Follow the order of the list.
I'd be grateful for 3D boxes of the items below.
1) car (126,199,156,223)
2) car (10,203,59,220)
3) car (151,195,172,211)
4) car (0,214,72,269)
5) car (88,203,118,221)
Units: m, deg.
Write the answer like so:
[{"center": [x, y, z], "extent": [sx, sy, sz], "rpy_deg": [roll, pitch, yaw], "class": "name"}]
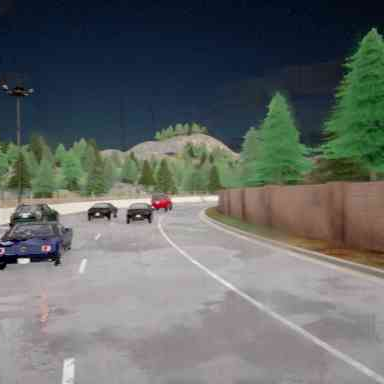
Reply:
[{"center": [-4.156, 1.615, 26.902], "extent": [1.882, 1.535, 5.008], "rpy_deg": [-1, 0, -5], "class": "car"}, {"center": [-10.873, 1.572, 23.310], "extent": [2.097, 1.767, 4.553], "rpy_deg": [-1, 0, -7], "class": "car"}, {"center": [-3.930, 1.406, 42.799], "extent": [2.150, 2.045, 5.566], "rpy_deg": [-1, 0, 5], "class": "car"}, {"center": [-5.380, 1.708, 11.744], "extent": [1.895, 1.301, 4.718], "rpy_deg": [-1, 0, -14], "class": "car"}, {"center": [-7.860, 1.675, 29.650], "extent": [1.882, 1.535, 5.008], "rpy_deg": [-1, 0, -3], "class": "car"}]
